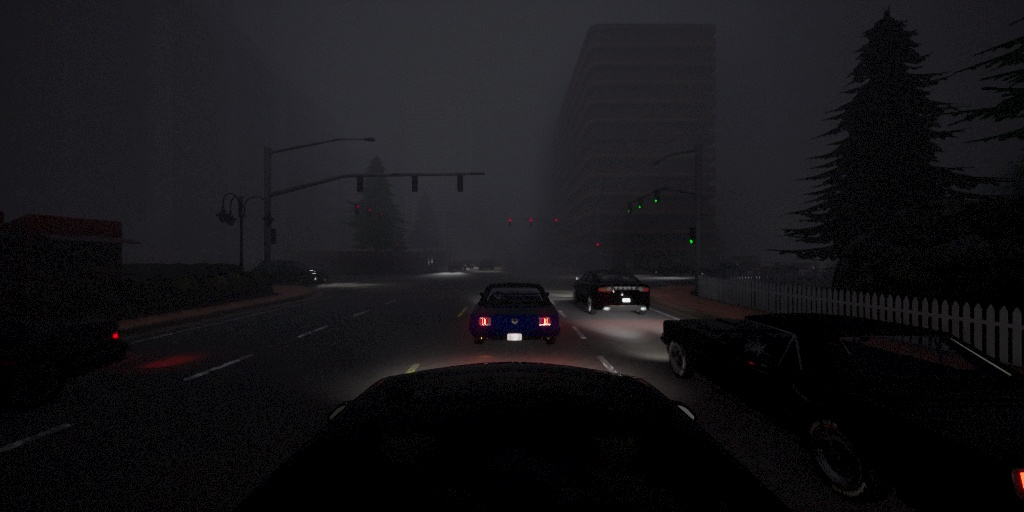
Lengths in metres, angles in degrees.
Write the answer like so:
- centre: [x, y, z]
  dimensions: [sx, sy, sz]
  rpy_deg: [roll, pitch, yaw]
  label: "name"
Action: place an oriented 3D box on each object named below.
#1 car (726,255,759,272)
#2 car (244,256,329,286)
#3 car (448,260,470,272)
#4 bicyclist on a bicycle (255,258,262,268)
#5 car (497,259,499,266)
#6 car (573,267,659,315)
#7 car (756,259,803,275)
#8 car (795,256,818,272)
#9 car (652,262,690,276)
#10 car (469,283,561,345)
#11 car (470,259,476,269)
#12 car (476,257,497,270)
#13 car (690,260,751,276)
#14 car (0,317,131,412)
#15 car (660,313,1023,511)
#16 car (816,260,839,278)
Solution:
- centre: [25.618, 0.915, 40.077]
  dimensions: [5.566, 2.045, 2.150]
  rpy_deg: [0, 0, -31]
  label: "car"
- centre: [-14.960, 1.045, 24.322]
  dimensions: [4.553, 1.767, 2.097]
  rpy_deg: [0, 0, 0]
  label: "car"
- centre: [-7.137, 1.350, 47.040]
  dimensions: [1.895, 1.301, 4.718]
  rpy_deg: [0, 0, 0]
  label: "car"
- centre: [-27.918, 0.995, 39.698]
  dimensions: [0.582, 1.620, 1.656]
  rpy_deg: [0, 0, 0]
  label: "bicyclist on a bicycle"
- centre: [-3.623, 1.254, 62.038]
  dimensions: [1.837, 1.490, 4.892]
  rpy_deg: [0, 0, 0]
  label: "car"
- centre: [3.577, 1.227, 13.679]
  dimensions: [1.882, 1.535, 5.008]
  rpy_deg: [0, 0, 0]
  label: "car"
- centre: [27.890, 1.295, 37.389]
  dimensions: [4.718, 1.301, 1.895]
  rpy_deg: [0, 0, -31]
  label: "car"
- centre: [35.534, 0.915, 43.433]
  dimensions: [2.150, 2.045, 5.566]
  rpy_deg: [0, 0, 44]
  label: "car"
- centre: [16.561, 1.295, 36.469]
  dimensions: [4.718, 1.301, 1.895]
  rpy_deg: [0, 0, -14]
  label: "car"
- centre: [0.067, 1.351, 9.471]
  dimensions: [1.895, 1.301, 4.718]
  rpy_deg: [0, 0, 0]
  label: "car"
- centre: [-7.136, 1.296, 56.692]
  dimensions: [2.033, 1.411, 5.357]
  rpy_deg: [0, 0, 0]
  label: "car"
- centre: [-3.638, 1.227, 51.939]
  dimensions: [1.882, 1.535, 5.008]
  rpy_deg: [0, 0, 0]
  label: "car"
- centre: [19.544, 1.295, 33.621]
  dimensions: [4.718, 1.301, 1.895]
  rpy_deg: [0, 0, -18]
  label: "car"
- centre: [-7.099, 1.297, 3.353]
  dimensions: [2.033, 1.411, 5.357]
  rpy_deg: [0, 0, 0]
  label: "car"
- centre: [3.598, 1.351, 4.359]
  dimensions: [1.895, 1.301, 4.718]
  rpy_deg: [0, 0, 0]
  label: "car"
- centre: [27.345, 1.241, 28.890]
  dimensions: [5.357, 1.411, 2.033]
  rpy_deg: [0, 0, -25]
  label: "car"
